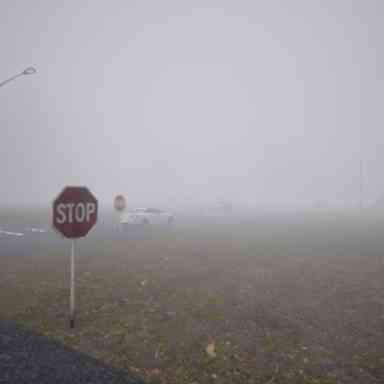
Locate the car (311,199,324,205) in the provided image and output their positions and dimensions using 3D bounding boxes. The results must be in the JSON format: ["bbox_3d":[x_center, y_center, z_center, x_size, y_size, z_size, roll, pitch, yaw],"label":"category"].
[{"bbox_3d":[32.350,2.608,85.604,1.895,1.301,4.718,1,0,36],"label":"car"}]

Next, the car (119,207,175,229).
[{"bbox_3d":[-3.203,1.801,24.359,1.812,1.442,4.674,1,0,36],"label":"car"}]

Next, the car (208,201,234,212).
[{"bbox_3d":[4.157,2.023,46.526,1.837,1.490,4.892,1,1,36],"label":"car"}]

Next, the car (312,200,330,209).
[{"bbox_3d":[24.727,2.342,63.078,1.837,1.490,4.892,1,0,36],"label":"car"}]
